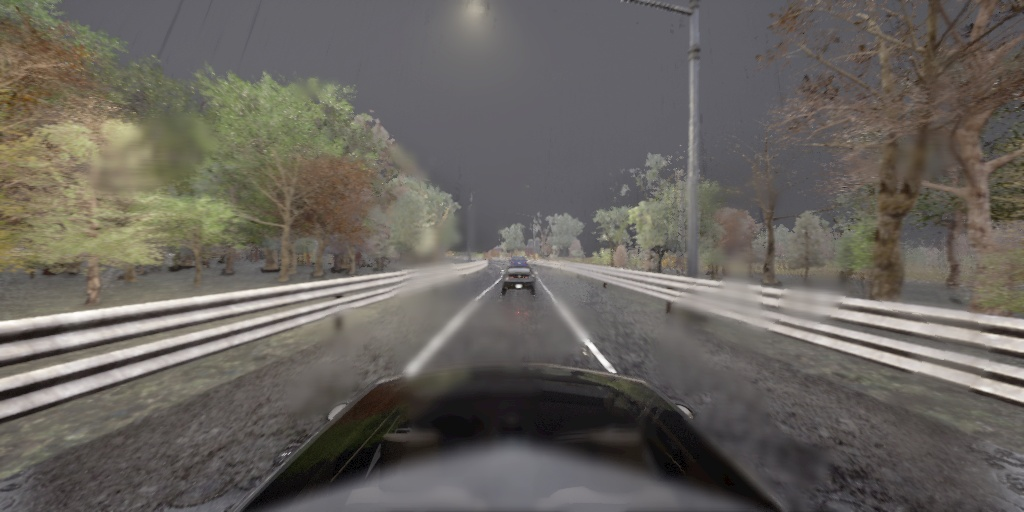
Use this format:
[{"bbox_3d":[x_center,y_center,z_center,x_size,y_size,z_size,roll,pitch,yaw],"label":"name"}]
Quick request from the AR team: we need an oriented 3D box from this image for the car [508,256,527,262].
[{"bbox_3d":[0.723,1.008,45.740,2.150,2.045,5.566,1,0,-2],"label":"car"}]

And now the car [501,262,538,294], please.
[{"bbox_3d":[0.419,1.279,20.595,1.837,1.490,4.892,0,0,2],"label":"car"}]
